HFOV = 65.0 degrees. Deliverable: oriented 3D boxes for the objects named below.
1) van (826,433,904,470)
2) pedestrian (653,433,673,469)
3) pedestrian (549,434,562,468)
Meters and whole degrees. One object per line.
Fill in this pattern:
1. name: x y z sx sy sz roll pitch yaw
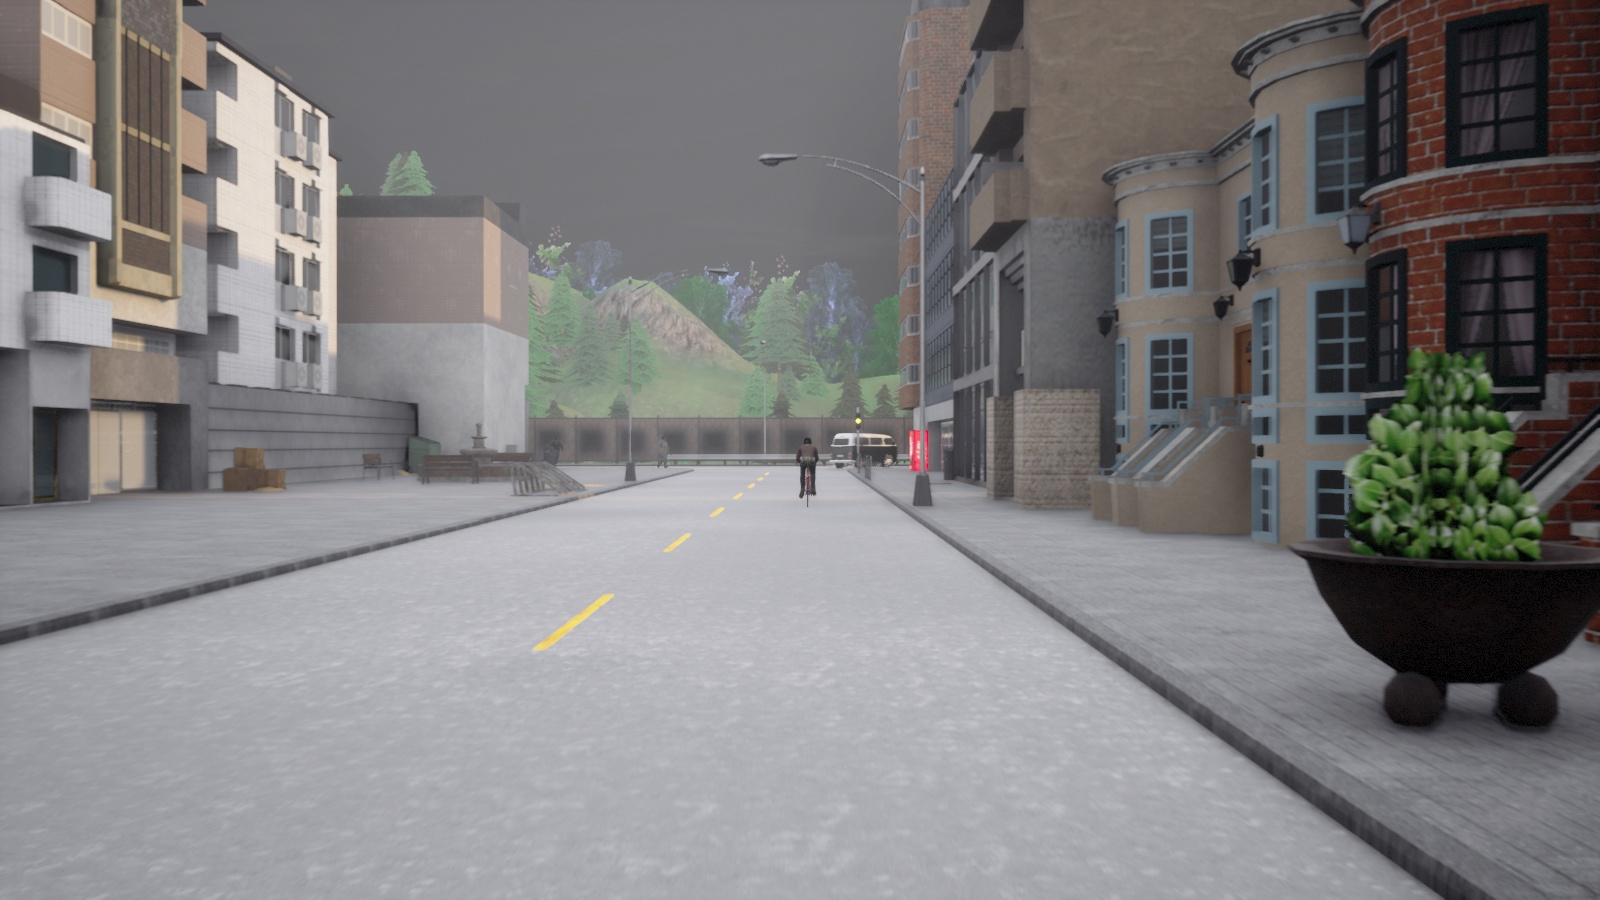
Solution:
1. van: 3.762 0.067 71.941 2.069 2.038 4.480 -1 0 42
2. pedestrian: -7.524 0.057 68.933 0.873 1.952 0.659 0 0 31
3. pedestrian: -13.578 0.052 69.730 0.563 1.883 0.849 0 0 -21
